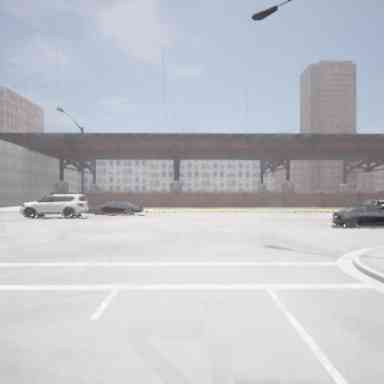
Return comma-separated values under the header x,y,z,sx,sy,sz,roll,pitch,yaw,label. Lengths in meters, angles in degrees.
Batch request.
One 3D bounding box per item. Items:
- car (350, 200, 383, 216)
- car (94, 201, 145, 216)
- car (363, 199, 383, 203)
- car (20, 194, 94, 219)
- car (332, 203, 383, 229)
x,y,z,sx,sy,sz,roll,pitch,yaw,label
18.016,1.541,32.014,4.674,1.442,1.812,0,0,1,car
-7.346,1.563,32.319,5.357,1.411,2.033,0,0,1,car
15.611,1.365,28.552,4.553,1.767,2.097,0,0,1,car
-11.809,1.235,28.869,5.566,2.045,2.150,0,0,1,car
11.272,1.574,21.425,4.181,1.385,1.994,0,0,1,car
